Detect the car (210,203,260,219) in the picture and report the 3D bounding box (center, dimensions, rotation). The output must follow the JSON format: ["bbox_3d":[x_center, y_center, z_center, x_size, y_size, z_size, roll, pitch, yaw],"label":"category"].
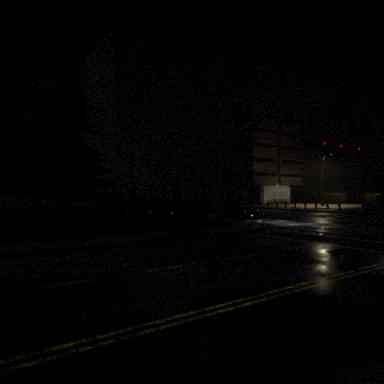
[{"bbox_3d":[3.678,1.601,28.872,1.895,1.301,4.718,0,0,-34],"label":"car"}]

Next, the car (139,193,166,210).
[{"bbox_3d":[-4.621,1.212,40.571,2.150,2.045,5.566,0,1,-36],"label":"car"}]
